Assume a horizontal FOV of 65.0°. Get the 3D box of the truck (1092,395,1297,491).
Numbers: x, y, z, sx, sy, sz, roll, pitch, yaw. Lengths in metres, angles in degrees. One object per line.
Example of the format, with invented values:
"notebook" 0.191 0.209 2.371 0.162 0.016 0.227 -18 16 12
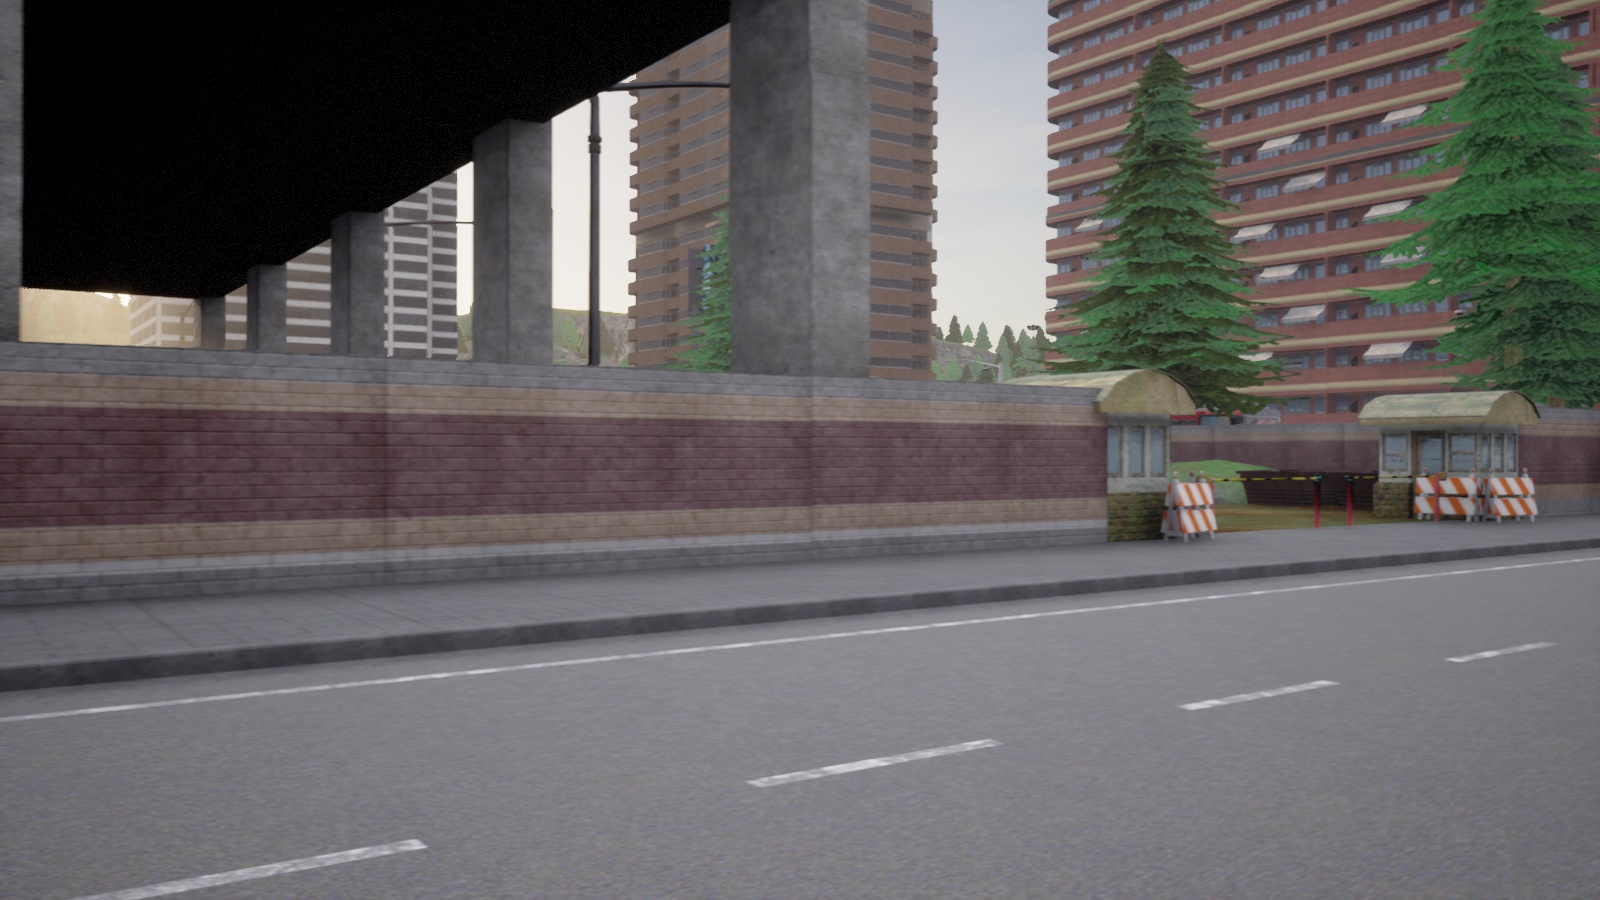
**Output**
"truck" 16.858 -0.267 54.374 2.891 3.827 8.468 0 0 -34
